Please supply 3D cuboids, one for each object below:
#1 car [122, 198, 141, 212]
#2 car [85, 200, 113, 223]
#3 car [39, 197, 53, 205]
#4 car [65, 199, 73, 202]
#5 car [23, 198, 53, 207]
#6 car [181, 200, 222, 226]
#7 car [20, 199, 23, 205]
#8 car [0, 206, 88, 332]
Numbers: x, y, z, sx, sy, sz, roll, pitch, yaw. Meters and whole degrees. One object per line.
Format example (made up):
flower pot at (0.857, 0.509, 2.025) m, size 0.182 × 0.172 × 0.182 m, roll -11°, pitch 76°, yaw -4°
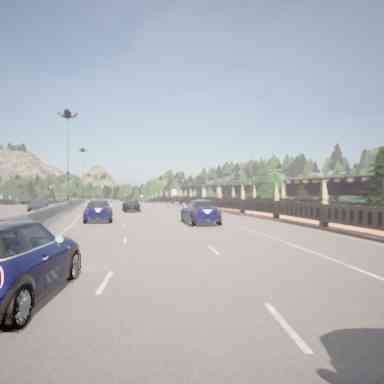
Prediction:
car at (-7.190, 1.507, 39.301) m, size 2.128 × 1.511 × 4.902 m, roll 0°, pitch 0°, yaw -15°
car at (-7.250, 1.375, 25.898) m, size 2.097 × 1.767 × 4.553 m, roll 0°, pitch 0°, yaw -14°
car at (-29.477, 1.810, 67.273) m, size 1.994 × 1.385 × 4.181 m, roll 0°, pitch -2°, yaw -15°
car at (-29.086, 2.280, 79.082) m, size 1.882 × 1.535 × 5.008 m, roll 0°, pitch -4°, yaw -15°
car at (-18.600, 1.639, 40.525) m, size 2.033 × 1.411 × 5.357 m, roll 0°, pitch 0°, yaw -15°
car at (0.542, 1.328, 23.439) m, size 2.097 × 1.767 × 4.553 m, roll 0°, pitch 0°, yaw -13°
car at (-32.853, 1.820, 66.347) m, size 2.033 × 1.411 × 5.357 m, roll 0°, pitch -2°, yaw -15°
car at (-3.891, 1.365, 6.977) m, size 2.097 × 1.767 × 4.553 m, roll 0°, pitch 0°, yaw -4°
